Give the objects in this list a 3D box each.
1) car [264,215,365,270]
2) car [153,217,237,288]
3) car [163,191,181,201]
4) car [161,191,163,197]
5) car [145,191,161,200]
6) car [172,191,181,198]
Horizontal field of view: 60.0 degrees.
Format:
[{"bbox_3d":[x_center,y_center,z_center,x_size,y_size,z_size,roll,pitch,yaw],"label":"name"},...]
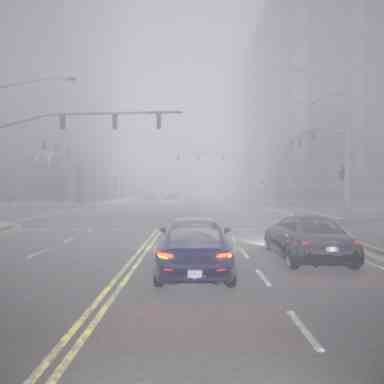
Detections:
[{"bbox_3d":[3.593,1.407,10.500,1.994,1.385,4.181,0,1,0],"label":"car"},{"bbox_3d":[0.078,1.394,8.763,1.812,1.442,4.674,0,1,1],"label":"car"},{"bbox_3d":[-3.442,0.756,56.934,1.895,1.301,4.718,0,1,1],"label":"car"},{"bbox_3d":[-6.848,0.457,73.005,2.033,1.411,5.357,0,1,0],"label":"car"},{"bbox_3d":[-6.938,0.710,57.505,1.994,1.385,4.181,0,1,1],"label":"car"},{"bbox_3d":[-3.350,0.521,72.454,1.895,1.301,4.718,0,1,0],"label":"car"}]
